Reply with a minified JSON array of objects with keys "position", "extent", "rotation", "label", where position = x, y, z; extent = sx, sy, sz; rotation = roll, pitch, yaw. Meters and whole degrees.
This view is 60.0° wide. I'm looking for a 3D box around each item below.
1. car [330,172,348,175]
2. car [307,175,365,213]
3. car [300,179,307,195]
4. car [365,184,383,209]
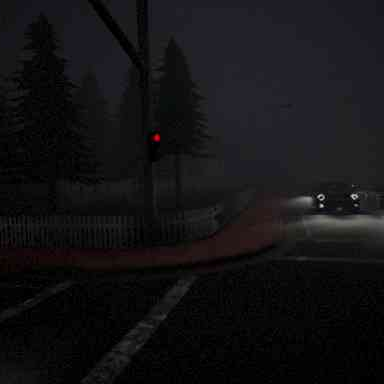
[{"position":[17.127,-1.247,38.614],"extent":[2.150,2.045,5.566],"rotation":[-1,3,16],"label":"car"},{"position":[7.855,0.147,18.574],"extent":[2.097,1.767,4.553],"rotation":[-1,3,16],"label":"car"},{"position":[11.906,-0.568,33.188],"extent":[2.128,1.511,4.902],"rotation":[-1,3,16],"label":"car"},{"position":[11.798,0.189,20.008],"extent":[1.895,1.301,4.718],"rotation":[-1,3,16],"label":"car"}]
